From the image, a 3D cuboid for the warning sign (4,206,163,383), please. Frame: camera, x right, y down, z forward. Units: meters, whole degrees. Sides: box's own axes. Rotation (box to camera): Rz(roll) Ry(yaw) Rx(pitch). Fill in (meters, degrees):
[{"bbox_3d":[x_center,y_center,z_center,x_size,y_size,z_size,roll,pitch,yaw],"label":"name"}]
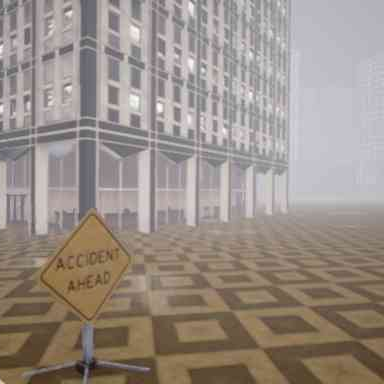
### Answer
[{"bbox_3d":[-1.167,1.120,3.756,1.060,1.860,1.300,1,0,36],"label":"warning sign"}]
